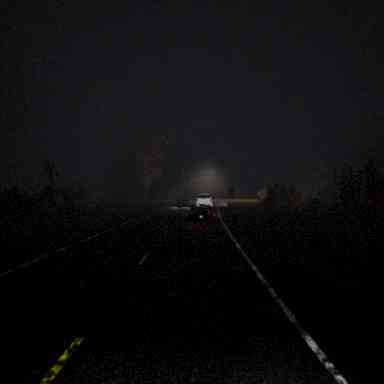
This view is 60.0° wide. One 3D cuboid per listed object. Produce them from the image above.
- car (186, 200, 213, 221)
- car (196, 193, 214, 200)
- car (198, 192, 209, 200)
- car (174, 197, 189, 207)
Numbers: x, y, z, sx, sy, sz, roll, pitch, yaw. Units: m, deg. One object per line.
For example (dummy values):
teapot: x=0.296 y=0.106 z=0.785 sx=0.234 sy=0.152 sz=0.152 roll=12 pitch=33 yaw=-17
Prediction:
car: x=0.769 y=1.598 z=27.301 sx=1.895 sy=1.301 sz=4.718 roll=0 pitch=0 yaw=3
car: x=1.724 y=1.212 z=44.081 sx=2.150 sy=2.045 sz=5.566 roll=0 pitch=0 yaw=5
car: x=3.159 y=1.166 z=90.250 sx=2.150 sy=2.045 sz=5.566 roll=0 pitch=0 yaw=8
car: x=-1.445 y=1.514 z=50.428 sx=1.812 sy=1.442 sz=4.674 roll=0 pitch=0 yaw=5
